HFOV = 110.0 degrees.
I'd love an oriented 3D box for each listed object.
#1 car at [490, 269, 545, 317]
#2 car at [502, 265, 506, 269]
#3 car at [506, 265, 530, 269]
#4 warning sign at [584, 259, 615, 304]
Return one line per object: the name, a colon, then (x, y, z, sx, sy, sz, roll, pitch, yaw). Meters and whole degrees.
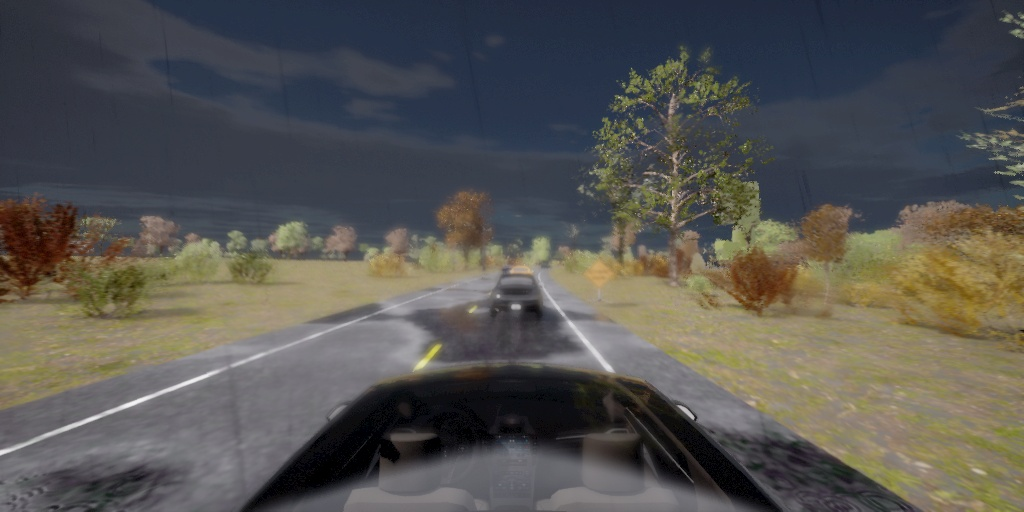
car: (0.214, 1.426, 14.064, 1.837, 1.490, 4.892, 0, 0, 2)
car: (-0.623, 2.243, 60.367, 1.895, 1.301, 4.718, 0, -1, 6)
car: (0.799, 1.632, 30.165, 1.882, 1.535, 5.008, 0, 0, 3)
warning sign: (3.732, 1.054, 15.286, 1.300, 1.860, 1.060, 0, 0, 1)
